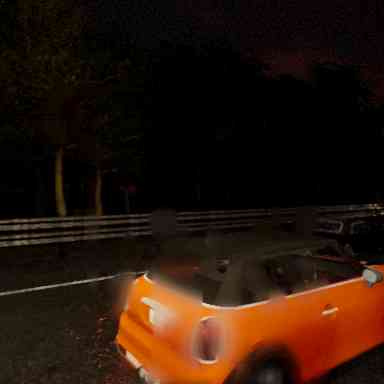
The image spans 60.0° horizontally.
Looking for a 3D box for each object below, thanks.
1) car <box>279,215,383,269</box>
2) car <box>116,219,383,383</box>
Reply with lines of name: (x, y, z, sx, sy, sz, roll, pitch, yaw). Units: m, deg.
car: (5.455, 1.615, 11.979, 4.718, 1.301, 1.895, 0, 0, -36)
car: (1.361, 1.358, 4.729, 4.553, 1.767, 2.097, 0, 0, -36)
